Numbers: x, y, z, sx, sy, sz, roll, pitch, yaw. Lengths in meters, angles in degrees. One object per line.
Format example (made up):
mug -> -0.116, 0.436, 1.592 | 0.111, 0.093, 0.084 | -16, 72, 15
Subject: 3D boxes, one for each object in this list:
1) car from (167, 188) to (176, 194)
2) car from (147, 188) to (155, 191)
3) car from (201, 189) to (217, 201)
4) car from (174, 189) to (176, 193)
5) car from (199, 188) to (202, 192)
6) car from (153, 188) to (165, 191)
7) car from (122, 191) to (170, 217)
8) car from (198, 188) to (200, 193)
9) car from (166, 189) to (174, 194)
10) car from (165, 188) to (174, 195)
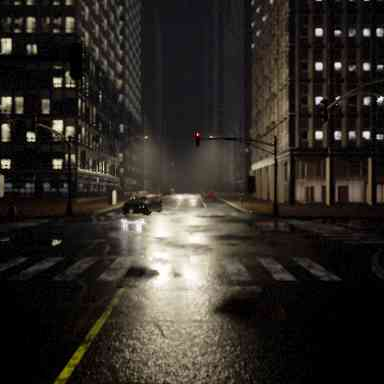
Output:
car -> -5.721, -0.292, 93.092 | 2.008, 1.369, 4.403 | 1, 1, 0
car -> -5.692, 0.698, 37.349 | 1.967, 1.590, 4.097 | 1, 1, 0
car -> 2.679, 0.618, 48.566 | 1.802, 1.307, 4.206 | 1, 1, 0
car -> -5.715, -0.073, 81.943 | 2.008, 1.369, 4.403 | 1, 1, 0
car -> 2.676, 0.338, 59.888 | 1.752, 1.417, 4.829 | 1, 1, 0
car -> -5.695, 0.352, 48.495 | 2.192, 1.841, 5.009 | 1, 1, 0
car -> -3.662, 0.988, 25.485 | 2.128, 1.511, 4.902 | 1, 1, 13
car -> 2.672, 0.271, 65.295 | 1.947, 1.339, 4.313 | 1, 1, 0
car -> -5.718, -0.189, 87.517 | 1.887, 1.381, 4.507 | 1, 1, 0
car -> -5.713, 0.031, 76.369 | 1.887, 1.381, 4.507 | 1, 1, 0
